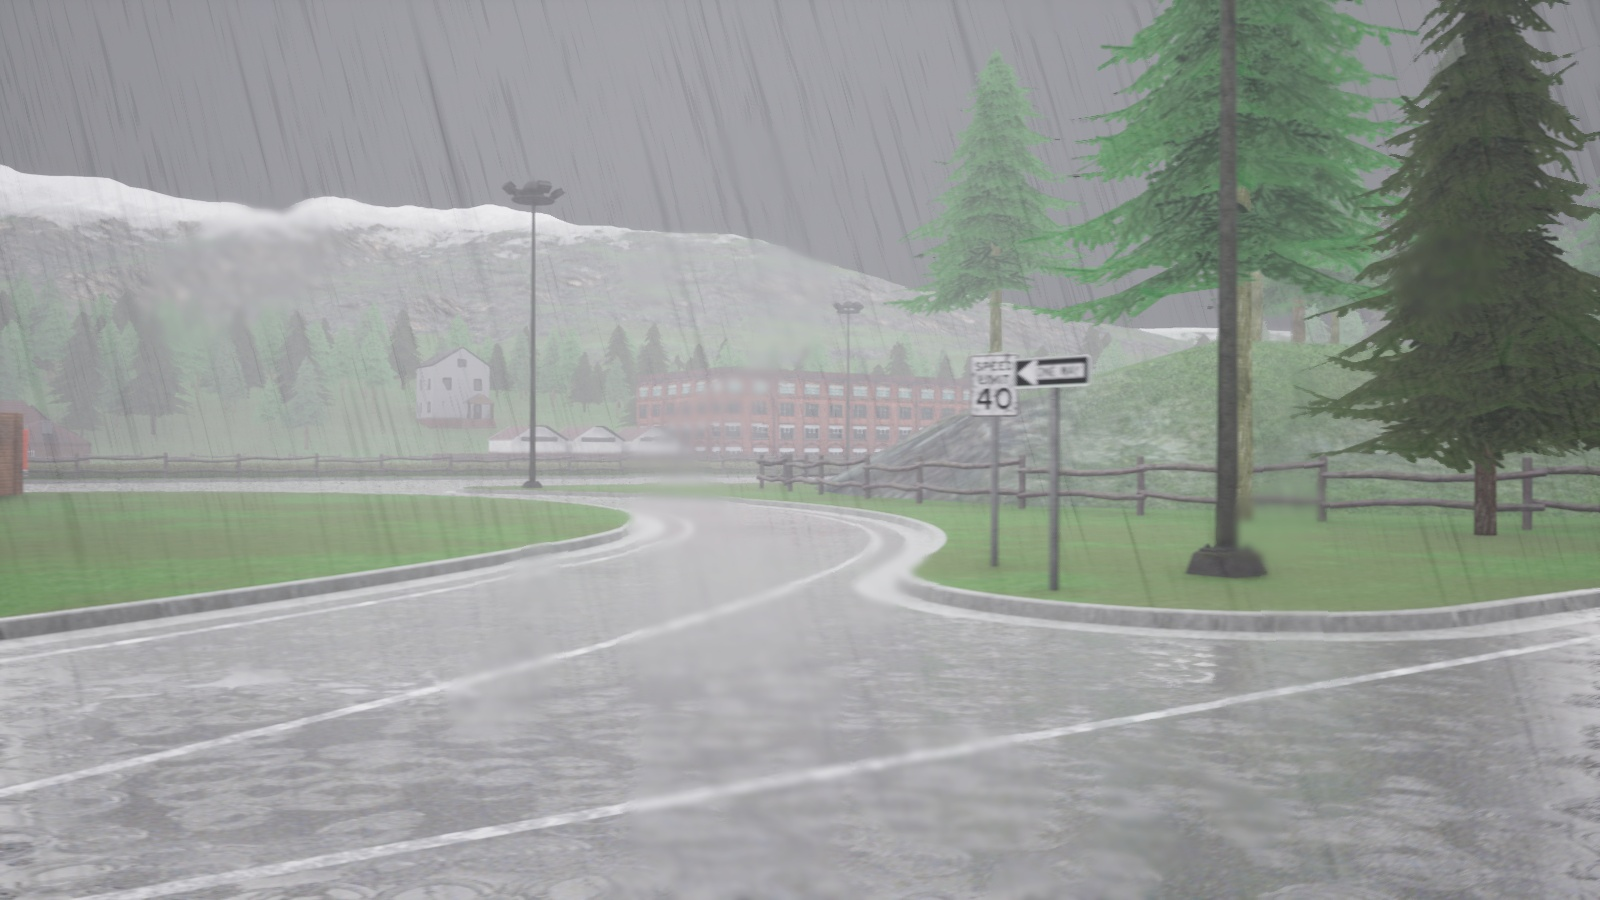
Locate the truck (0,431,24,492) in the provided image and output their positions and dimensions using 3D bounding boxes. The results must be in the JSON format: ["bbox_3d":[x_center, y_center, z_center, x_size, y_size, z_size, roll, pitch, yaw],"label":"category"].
[{"bbox_3d":[-34.929,0.463,51.440,5.204,2.467,2.627,0,0,-35],"label":"truck"}]
